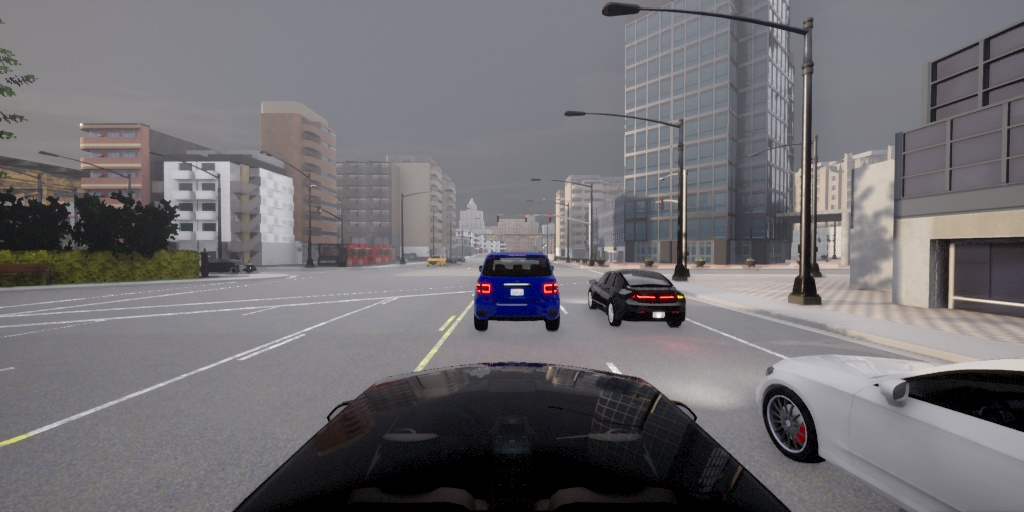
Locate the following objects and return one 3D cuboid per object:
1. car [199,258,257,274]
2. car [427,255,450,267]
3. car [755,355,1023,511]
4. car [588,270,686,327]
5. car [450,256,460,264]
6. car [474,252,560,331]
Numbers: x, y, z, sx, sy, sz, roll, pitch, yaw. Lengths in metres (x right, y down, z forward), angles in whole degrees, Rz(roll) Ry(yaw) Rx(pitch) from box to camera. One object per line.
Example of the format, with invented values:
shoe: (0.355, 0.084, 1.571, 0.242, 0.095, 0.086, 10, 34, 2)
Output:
car: (-25.497, 0.906, 32.246, 4.181, 1.385, 1.994, 0, 1, 1)
car: (-10.348, 0.630, 49.441, 1.882, 1.535, 5.008, 0, 0, 1)
car: (3.599, 1.274, 1.996, 1.812, 1.442, 4.674, 0, 0, 0)
car: (3.646, 1.166, 11.210, 1.837, 1.490, 4.892, 0, 1, 1)
car: (-10.299, 0.704, 58.874, 1.895, 1.301, 4.718, 0, 0, 1)
car: (0.134, 0.885, 10.846, 2.150, 2.045, 5.566, 0, 1, 0)
